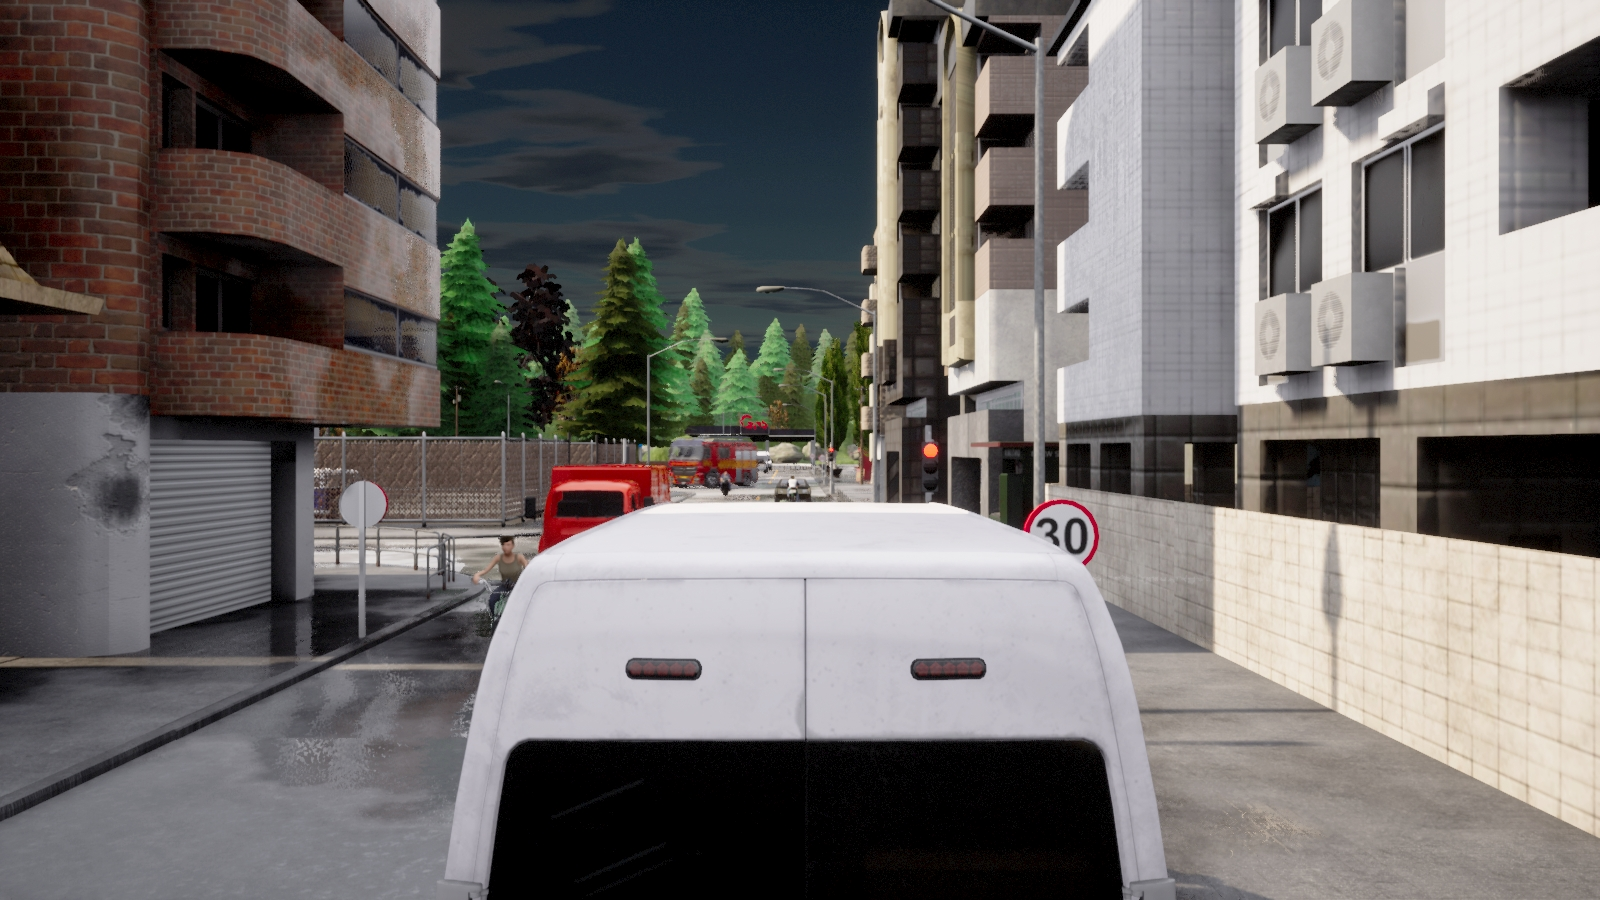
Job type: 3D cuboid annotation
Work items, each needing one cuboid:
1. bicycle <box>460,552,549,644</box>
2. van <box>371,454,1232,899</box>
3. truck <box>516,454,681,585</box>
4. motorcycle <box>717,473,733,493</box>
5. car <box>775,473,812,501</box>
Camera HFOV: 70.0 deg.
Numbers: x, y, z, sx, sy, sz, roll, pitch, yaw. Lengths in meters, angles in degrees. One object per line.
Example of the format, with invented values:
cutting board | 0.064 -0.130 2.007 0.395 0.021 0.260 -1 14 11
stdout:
bicycle | -4.080 2.030 15.879 0.859 1.080 1.487 0 0 -1
van | -0.009 1.312 5.597 1.988 2.561 5.915 0 0 0
truck | -4.118 1.338 24.405 2.627 2.467 5.204 0 0 0
motorcycle | -4.446 1.967 68.004 0.803 1.145 2.033 0 0 0
car | -0.339 1.912 60.159 1.895 1.301 4.718 0 0 0
